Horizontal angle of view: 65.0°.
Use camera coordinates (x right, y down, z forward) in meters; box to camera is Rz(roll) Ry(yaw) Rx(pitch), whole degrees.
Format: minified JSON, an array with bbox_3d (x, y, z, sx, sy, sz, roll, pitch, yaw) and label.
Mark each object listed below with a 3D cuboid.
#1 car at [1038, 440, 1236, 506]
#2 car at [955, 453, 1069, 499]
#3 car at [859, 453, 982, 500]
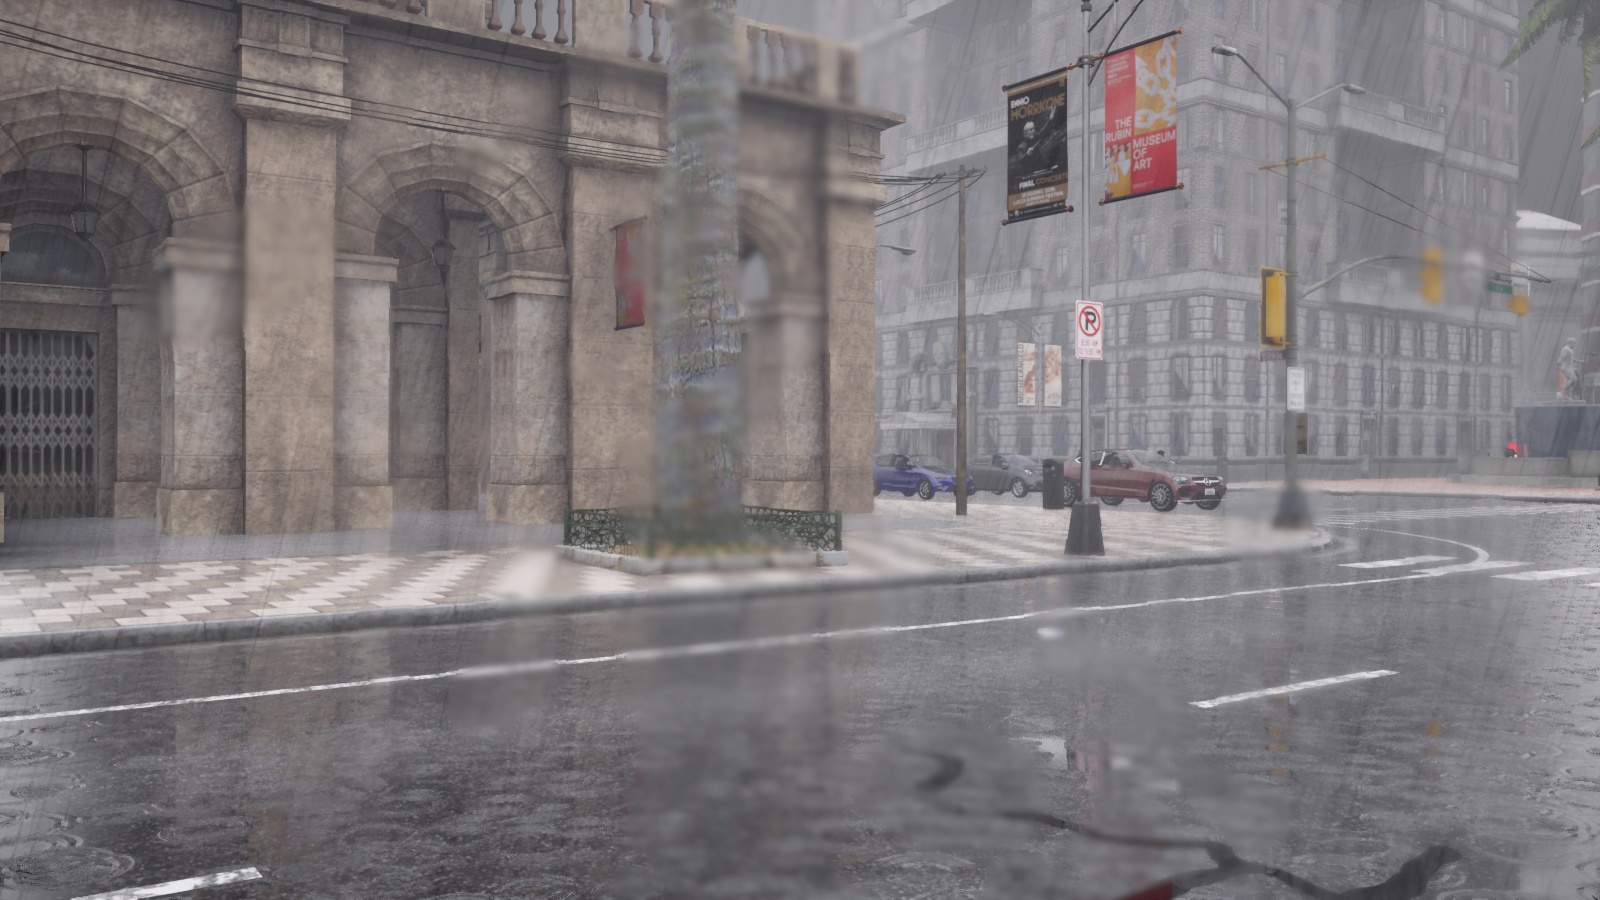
[{"bbox_3d":[9.144,0.588,34.468,2.152,1.651,5.027,0,0,-35],"label":"car"},{"bbox_3d":[7.234,0.849,43.140,1.845,1.501,3.633,0,0,-35],"label":"car"},{"bbox_3d":[3.948,0.852,41.834,1.816,1.474,4.193,0,0,-34],"label":"car"}]
